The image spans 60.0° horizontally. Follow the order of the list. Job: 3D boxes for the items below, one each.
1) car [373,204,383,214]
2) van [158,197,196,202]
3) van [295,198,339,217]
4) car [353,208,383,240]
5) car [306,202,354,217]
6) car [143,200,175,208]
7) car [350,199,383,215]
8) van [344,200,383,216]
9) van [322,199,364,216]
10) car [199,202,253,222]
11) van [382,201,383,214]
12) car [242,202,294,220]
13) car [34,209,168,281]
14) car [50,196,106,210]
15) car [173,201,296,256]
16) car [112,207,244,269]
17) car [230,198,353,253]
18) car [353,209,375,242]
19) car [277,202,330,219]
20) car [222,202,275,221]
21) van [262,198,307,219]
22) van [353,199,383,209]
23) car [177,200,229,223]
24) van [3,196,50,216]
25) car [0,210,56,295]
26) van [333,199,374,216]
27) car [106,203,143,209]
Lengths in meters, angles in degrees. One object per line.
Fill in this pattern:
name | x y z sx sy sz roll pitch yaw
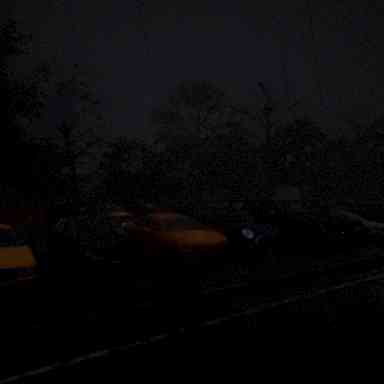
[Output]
car | 30.105 2.622 49.845 2.002 1.452 4.674 2 -1 -36
van | -1.493 1.434 27.421 1.878 1.987 4.442 1 -1 -36
van | 14.419 1.776 38.500 1.878 1.987 4.442 1 -1 -36
car | 8.264 1.745 18.176 2.002 1.452 4.674 1 -1 -36
car | 16.599 2.050 40.207 2.097 1.535 5.008 1 -1 -36
car | -3.679 1.613 25.708 2.231 1.521 4.892 1 -1 -36
car | 25.521 2.140 46.538 2.435 2.045 5.566 2 -1 -36
van | 23.182 2.073 45.046 1.878 1.987 4.442 2 -1 -36
van | 18.806 1.886 41.633 1.878 1.987 4.442 2 -1 -36
car | 2.980 1.755 30.466 2.097 1.535 5.008 1 -1 -36
van | 32.194 2.446 51.482 1.878 1.987 4.442 2 -1 -36
car | 7.591 1.856 33.759 2.231 1.521 4.892 1 -1 -36
car | -3.024 1.487 10.117 2.231 1.521 4.892 1 0 -36
car | -8.200 1.271 22.521 2.435 2.045 5.566 1 0 -36
car | 1.477 1.436 13.364 2.185 1.767 4.553 1 -1 -36
car | -0.769 1.519 11.729 2.097 1.535 5.008 1 -1 -36
car | 3.769 1.356 14.928 2.435 2.045 5.566 1 -1 -36
car | 5.990 1.686 16.585 2.163 1.488 4.792 1 -1 -36
car | 12.203 1.950 36.834 1.946 1.575 5.366 1 -1 -36
car | 5.336 1.806 32.149 2.097 1.535 5.008 1 -1 -36
van | 9.776 1.678 35.471 1.878 1.987 4.442 1 -1 -36
van | 10.460 1.528 19.885 1.878 1.987 4.442 1 -1 -36
car | 0.845 1.583 28.909 2.185 1.767 4.553 1 -1 -36
van | -10.606 1.262 20.913 1.878 1.987 4.442 1 0 -36
car | -5.166 1.458 8.352 1.946 1.575 5.366 1 0 -36
van | 21.031 1.984 43.509 1.878 1.987 4.442 2 -1 -36
car | -5.827 1.562 23.955 1.946 1.575 5.366 1 -1 -36
